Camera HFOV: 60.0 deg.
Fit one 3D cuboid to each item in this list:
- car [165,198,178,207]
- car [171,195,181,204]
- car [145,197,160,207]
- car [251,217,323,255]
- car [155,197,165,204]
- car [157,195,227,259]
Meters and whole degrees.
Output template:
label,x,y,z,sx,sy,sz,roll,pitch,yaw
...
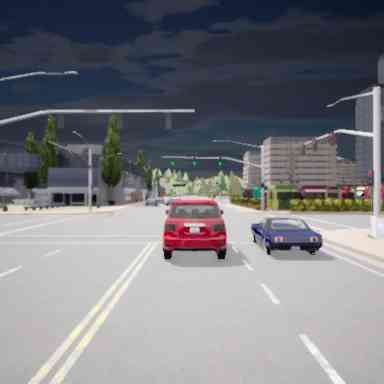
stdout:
label,x,y,z,sx,sy,sz,roll,pitch,yaw
car,-3.560,1.855,58.292,1.994,1.385,4.181,0,0,0
car,-3.511,1.593,73.759,2.150,2.045,5.566,0,0,0
car,-7.058,1.816,58.250,1.812,1.442,4.674,0,0,0
car,3.632,1.670,13.654,1.895,1.301,4.718,0,0,2
car,-7.011,1.892,73.749,1.812,1.442,4.674,0,0,0
car,0.094,1.287,13.012,2.150,2.045,5.566,0,0,0
